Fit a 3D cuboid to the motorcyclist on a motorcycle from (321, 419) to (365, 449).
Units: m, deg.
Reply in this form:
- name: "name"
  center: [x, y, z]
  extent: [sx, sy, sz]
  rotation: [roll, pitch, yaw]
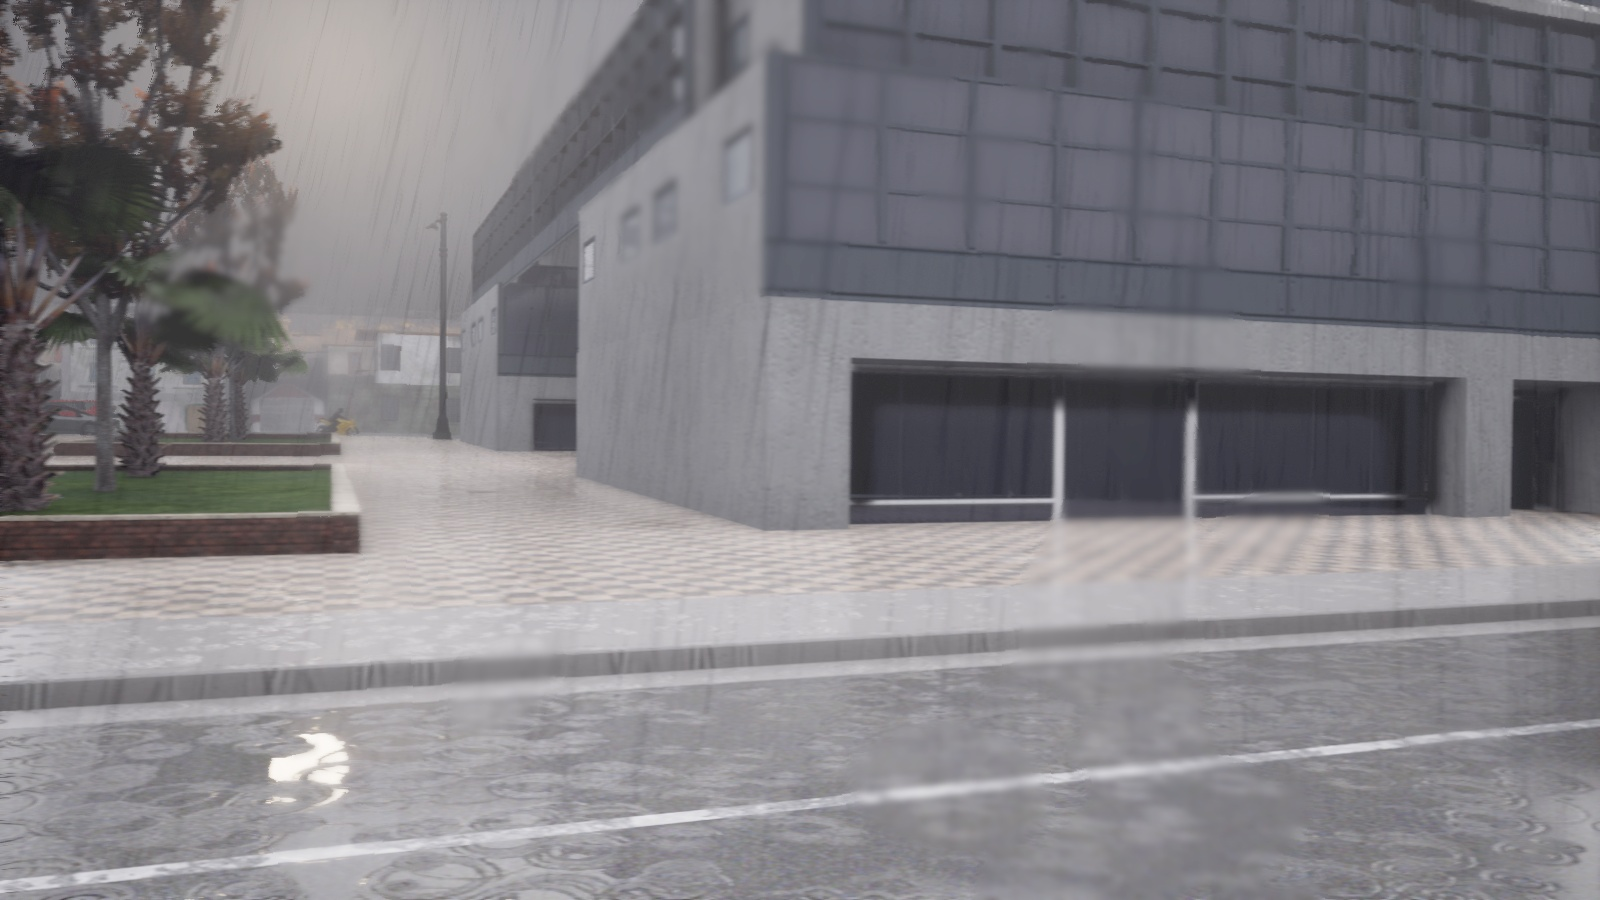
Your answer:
- name: "motorcyclist on a motorcycle"
  center: [-23.014, -0.818, 63.211]
  extent: [2.044, 1.523, 0.797]
  rotation: [0, 1, -21]

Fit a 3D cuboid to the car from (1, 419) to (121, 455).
- name: "car"
  center: [-34.577, -0.619, 58.869]
  extent: [4.514, 1.525, 2.007]
  rotation: [-2, 1, -21]

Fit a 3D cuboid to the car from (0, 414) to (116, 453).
- name: "car"
  center: [-42.019, -0.925, 71.025]
  extent: [5.566, 2.045, 2.150]
  rotation: [-2, 1, -21]
